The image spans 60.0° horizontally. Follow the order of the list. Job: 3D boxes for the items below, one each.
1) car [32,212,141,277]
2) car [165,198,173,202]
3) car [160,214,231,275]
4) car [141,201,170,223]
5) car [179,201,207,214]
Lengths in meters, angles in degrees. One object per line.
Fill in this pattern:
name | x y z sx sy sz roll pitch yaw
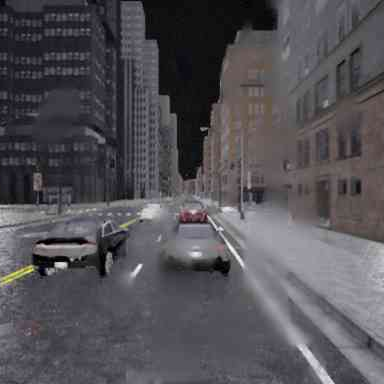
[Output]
car | -3.152 1.556 10.428 2.128 1.511 4.902 0 0 0
car | -6.498 2.205 93.252 1.895 1.301 4.718 0 0 0
car | 0.097 1.629 10.745 1.994 1.385 4.181 0 -1 0
car | -3.131 1.696 27.375 1.812 1.442 4.674 0 0 0
car | 0.099 1.513 26.064 2.097 1.767 4.553 0 0 0
